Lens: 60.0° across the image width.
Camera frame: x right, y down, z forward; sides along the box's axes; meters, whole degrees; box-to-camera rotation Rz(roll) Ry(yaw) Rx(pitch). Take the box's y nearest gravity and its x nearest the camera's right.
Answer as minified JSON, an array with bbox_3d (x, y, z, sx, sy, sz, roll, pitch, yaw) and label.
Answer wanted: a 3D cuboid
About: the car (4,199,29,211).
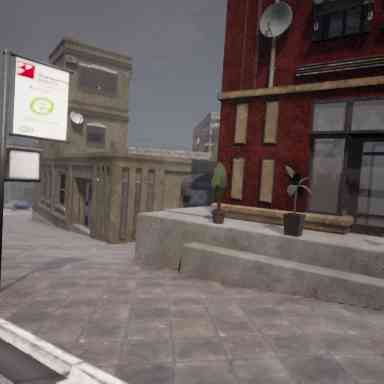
[{"bbox_3d":[-27.240,1.960,51.099,2.097,1.767,4.553,4,-1,11],"label":"car"}]
